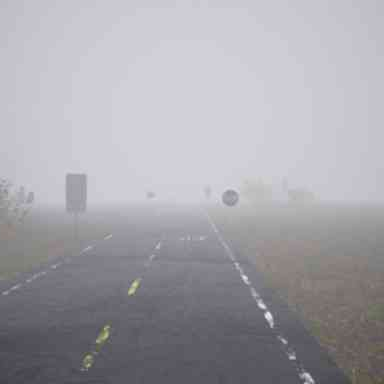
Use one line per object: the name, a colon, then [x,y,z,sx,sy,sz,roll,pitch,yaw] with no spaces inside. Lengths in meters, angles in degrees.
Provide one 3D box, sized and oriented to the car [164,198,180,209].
car: [-2.721,1.550,46.224,1.812,1.442,4.674,0,1,0]
